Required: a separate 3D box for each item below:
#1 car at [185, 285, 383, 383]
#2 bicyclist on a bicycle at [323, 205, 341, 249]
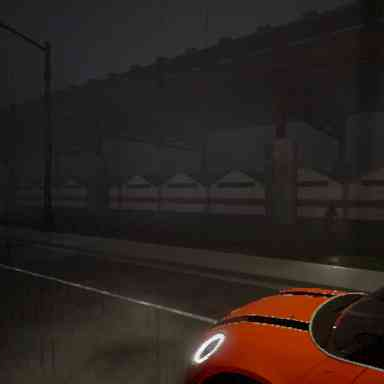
[{"bbox_3d":[2.129,1.351,2.435,4.553,1.767,2.097,0,0,36],"label":"car"},{"bbox_3d":[5.360,1.302,12.824,0.582,1.620,1.656,0,2,5],"label":"bicyclist on a bicycle"}]
